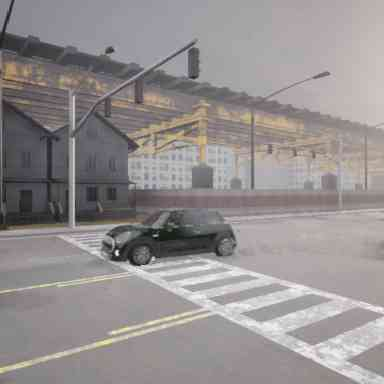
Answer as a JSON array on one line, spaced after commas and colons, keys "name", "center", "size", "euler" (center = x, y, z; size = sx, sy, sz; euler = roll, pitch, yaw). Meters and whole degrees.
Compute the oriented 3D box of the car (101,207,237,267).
[{"name": "car", "center": [-0.749, 1.352, 11.480], "size": [4.553, 1.767, 2.097], "euler": [0, 0, -28]}]
